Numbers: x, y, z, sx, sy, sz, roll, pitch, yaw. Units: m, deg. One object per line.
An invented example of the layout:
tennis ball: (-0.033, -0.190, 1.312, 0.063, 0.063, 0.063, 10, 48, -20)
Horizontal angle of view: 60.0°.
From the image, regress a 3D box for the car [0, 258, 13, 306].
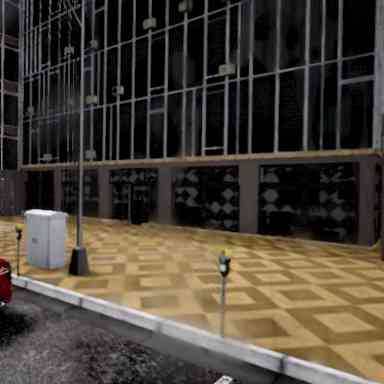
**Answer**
car: (-5.244, 1.490, 6.446, 4.507, 1.381, 1.887, 0, 1, 36)
